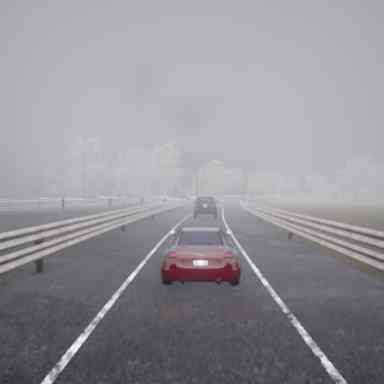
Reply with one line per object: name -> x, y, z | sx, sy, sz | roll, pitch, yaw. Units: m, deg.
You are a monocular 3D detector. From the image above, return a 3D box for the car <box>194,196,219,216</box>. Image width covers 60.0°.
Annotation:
car -> 1.380, 1.398, 32.041 | 2.150, 2.045, 5.566 | 0, 0, 4

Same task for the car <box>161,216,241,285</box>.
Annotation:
car -> 0.256, 1.619, 9.714 | 1.994, 1.385, 4.181 | 0, 0, 2
